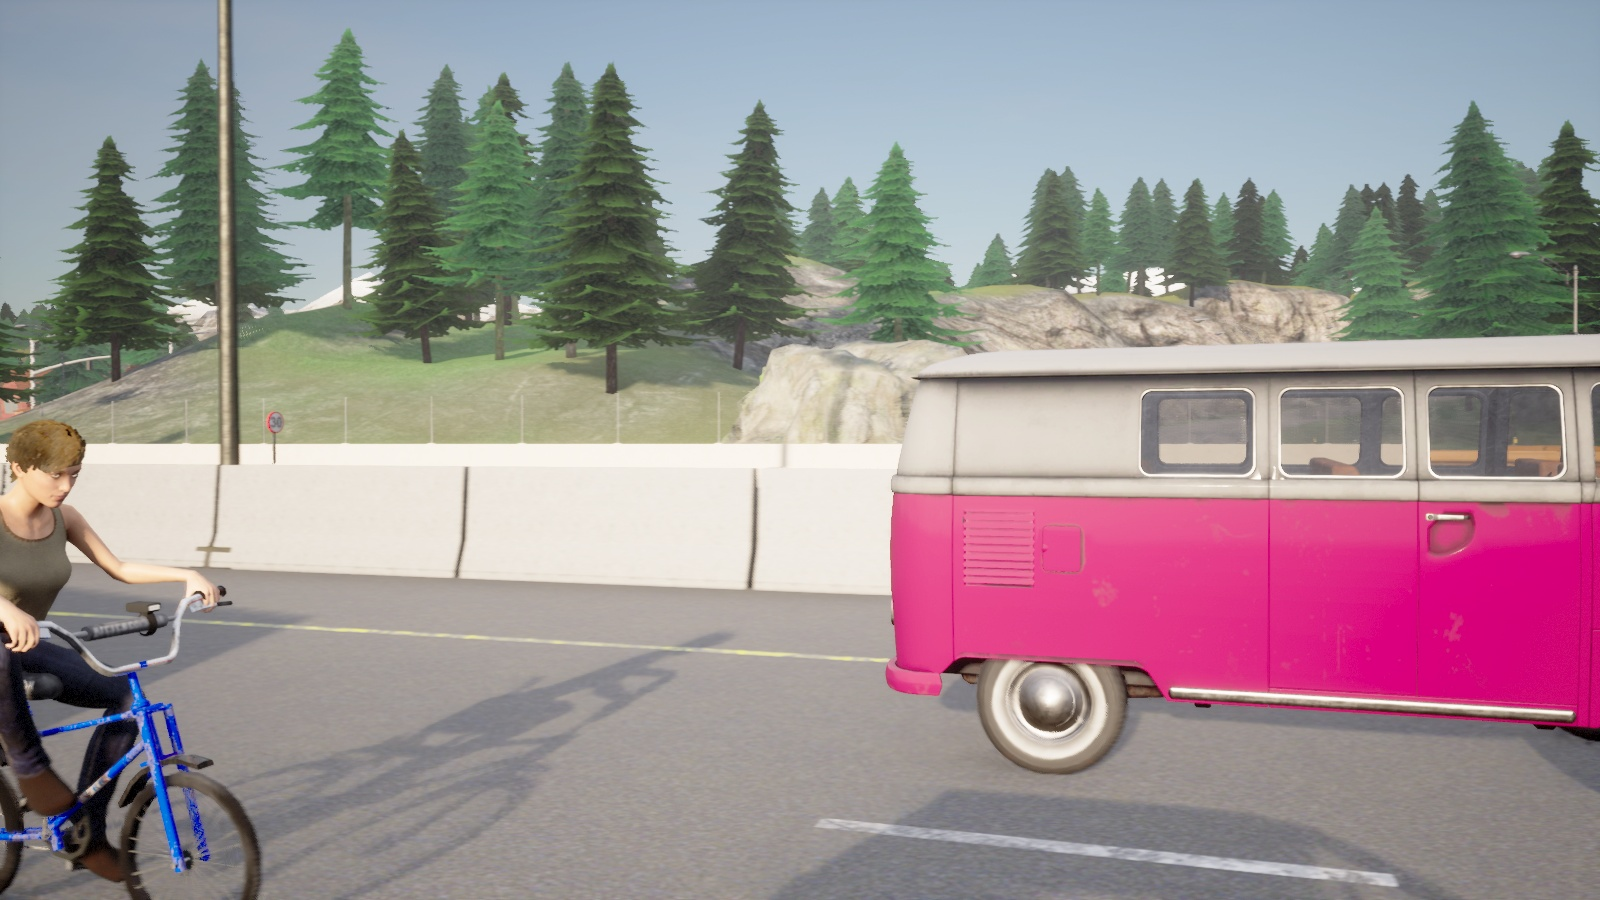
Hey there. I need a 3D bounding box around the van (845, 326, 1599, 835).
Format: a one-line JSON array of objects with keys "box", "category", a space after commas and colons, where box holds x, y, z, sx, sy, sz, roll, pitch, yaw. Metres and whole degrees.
[{"box": [2.603, 0.493, 6.006, 4.442, 1.987, 1.775, 1, 1, 19], "category": "van"}]

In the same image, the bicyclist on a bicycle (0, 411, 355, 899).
[{"box": [-2.323, 0.691, 3.979, 1.509, 1.612, 0.866, 1, 1, 19], "category": "bicyclist on a bicycle"}]
